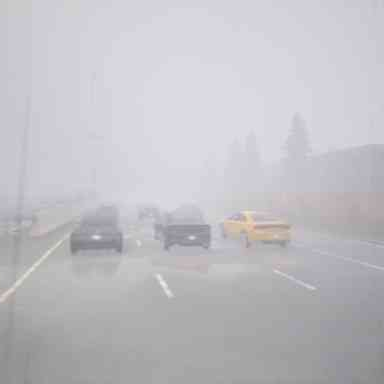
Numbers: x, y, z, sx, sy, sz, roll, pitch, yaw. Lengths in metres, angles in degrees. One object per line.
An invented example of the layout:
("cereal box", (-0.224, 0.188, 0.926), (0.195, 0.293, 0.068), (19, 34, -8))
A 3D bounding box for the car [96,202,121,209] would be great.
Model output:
("car", (-7.177, 1.613, 28.546), (2.128, 1.511, 4.902), (1, 0, -12))

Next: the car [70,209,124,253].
("car", (-3.922, 1.618, 14.011), (1.994, 1.385, 4.181), (1, 0, -13))

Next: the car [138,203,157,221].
("car", (-3.769, 1.695, 29.346), (1.812, 1.442, 4.674), (1, 0, -12))

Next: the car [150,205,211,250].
("car", (-0.572, 1.582, 15.063), (1.882, 1.535, 5.008), (1, 0, -13))

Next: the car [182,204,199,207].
("car", (-0.272, 1.764, 29.708), (2.033, 1.411, 5.357), (1, 0, -12))

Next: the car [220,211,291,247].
("car", (2.825, 1.632, 15.904), (1.882, 1.535, 5.008), (1, 0, -13))
